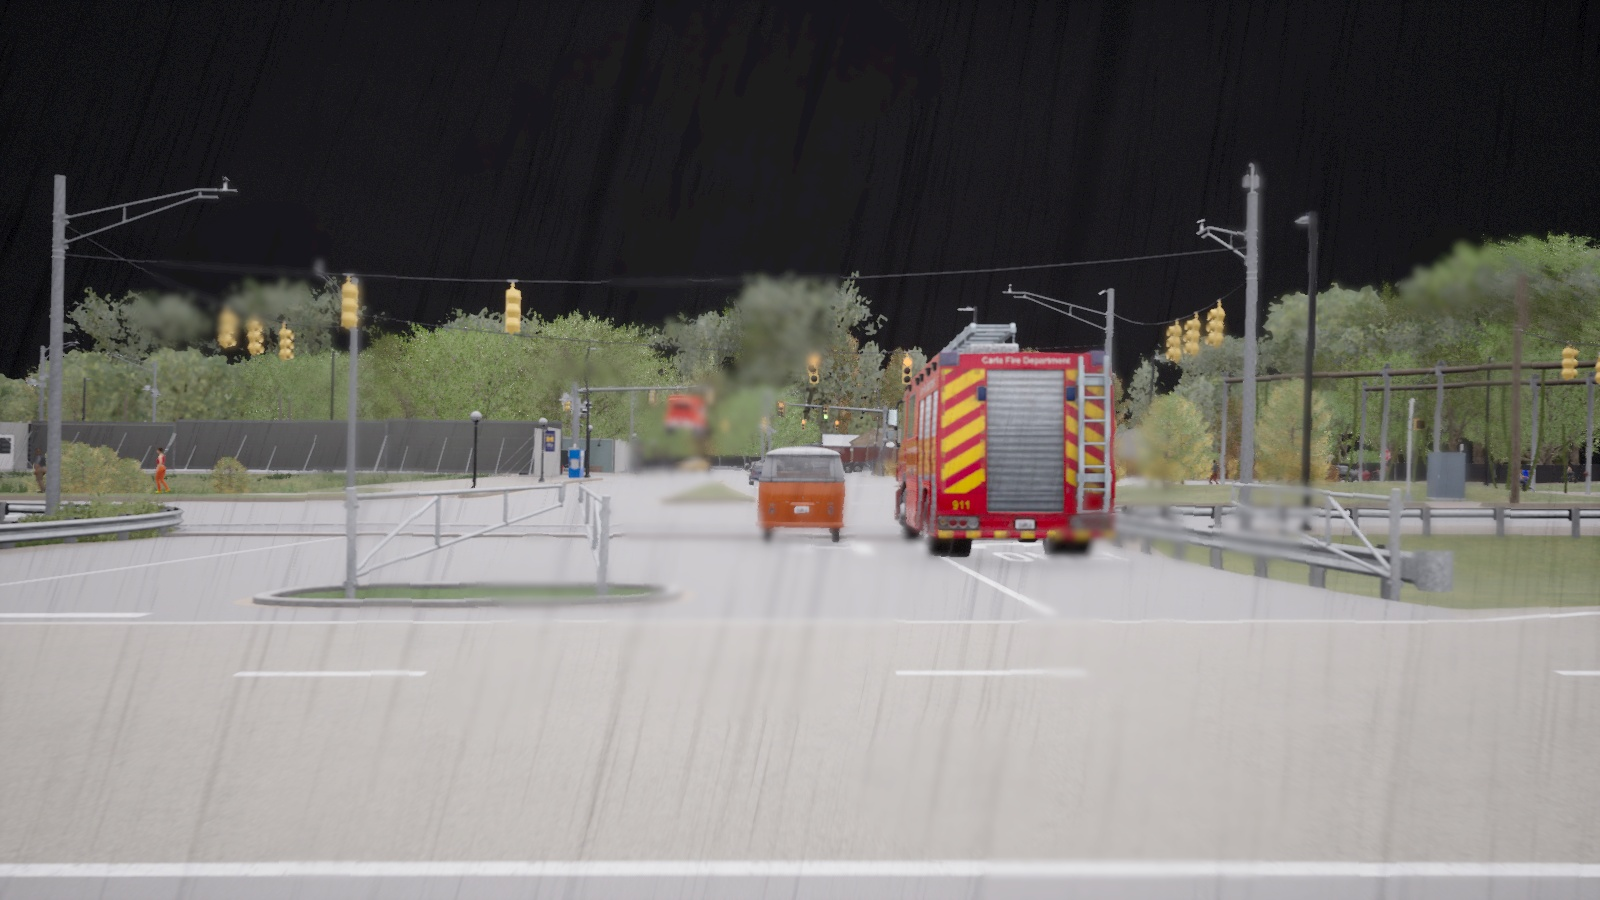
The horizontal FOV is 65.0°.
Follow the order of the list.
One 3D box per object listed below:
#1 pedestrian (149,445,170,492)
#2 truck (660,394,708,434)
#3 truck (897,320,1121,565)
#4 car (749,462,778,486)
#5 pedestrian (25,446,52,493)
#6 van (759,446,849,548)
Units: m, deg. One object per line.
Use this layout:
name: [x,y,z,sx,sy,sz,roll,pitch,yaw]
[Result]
pedestrian: [-25.349,0.746,49.705,0.594,1.836,0.345,2,0,-1]
truck: [-8.094,-2.482,88.064,2.627,2.467,5.204,3,0,1]
truck: [3.596,-0.017,23.899,2.891,3.827,8.468,0,-1,0]
car: [-2.464,1.620,84.259,1.789,1.549,3.705,1,-1,-5]
pedestrian: [-30.505,0.766,50.296,0.694,1.848,0.540,2,0,1]
van: [0.083,0.920,27.097,1.775,1.987,4.442,0,0,0]
